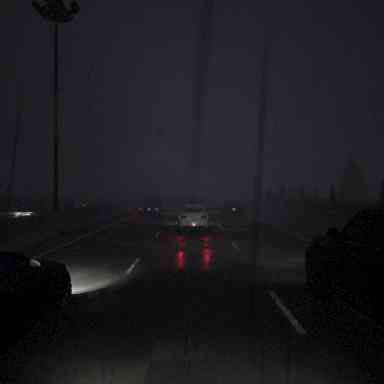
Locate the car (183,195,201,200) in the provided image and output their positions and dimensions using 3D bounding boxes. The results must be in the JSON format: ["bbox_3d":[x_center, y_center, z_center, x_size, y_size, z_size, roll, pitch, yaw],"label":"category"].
[{"bbox_3d":[0.322,1.361,37.984,2.033,1.411,5.357,0,0,4],"label":"car"}]

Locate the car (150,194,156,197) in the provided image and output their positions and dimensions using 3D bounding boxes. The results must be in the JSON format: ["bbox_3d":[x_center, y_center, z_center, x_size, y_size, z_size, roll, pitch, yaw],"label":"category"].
[{"bbox_3d":[-7.922,1.061,76.818,1.882,1.535,5.008,0,0,22],"label":"car"}]

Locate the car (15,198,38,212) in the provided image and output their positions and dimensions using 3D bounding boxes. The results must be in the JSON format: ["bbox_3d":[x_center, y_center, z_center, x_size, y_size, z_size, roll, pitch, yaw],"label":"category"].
[{"bbox_3d":[-17.360,1.394,36.306,1.994,1.385,4.181,0,0,3],"label":"car"}]

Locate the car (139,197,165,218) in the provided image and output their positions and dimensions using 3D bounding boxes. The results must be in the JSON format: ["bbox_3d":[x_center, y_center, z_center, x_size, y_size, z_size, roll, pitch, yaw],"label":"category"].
[{"bbox_3d":[-3.405,1.411,28.812,2.033,1.411,5.357,0,0,0],"label":"car"}]

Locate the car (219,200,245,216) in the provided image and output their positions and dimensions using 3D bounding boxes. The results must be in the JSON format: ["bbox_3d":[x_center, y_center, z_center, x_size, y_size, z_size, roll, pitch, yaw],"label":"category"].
[{"bbox_3d":[3.605,1.420,30.413,1.994,1.385,4.181,0,0,0],"label":"car"}]

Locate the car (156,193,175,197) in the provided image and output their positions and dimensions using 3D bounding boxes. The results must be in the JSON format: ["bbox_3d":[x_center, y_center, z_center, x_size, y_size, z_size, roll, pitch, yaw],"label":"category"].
[{"bbox_3d":[-5.347,0.994,73.994,2.128,1.511,4.902,0,0,22],"label":"car"}]

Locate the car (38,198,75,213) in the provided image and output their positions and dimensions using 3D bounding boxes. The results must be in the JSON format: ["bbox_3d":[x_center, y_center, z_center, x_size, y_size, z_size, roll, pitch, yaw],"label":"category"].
[{"bbox_3d":[-13.929,1.360,35.065,1.812,1.442,4.674,0,0,2],"label":"car"}]

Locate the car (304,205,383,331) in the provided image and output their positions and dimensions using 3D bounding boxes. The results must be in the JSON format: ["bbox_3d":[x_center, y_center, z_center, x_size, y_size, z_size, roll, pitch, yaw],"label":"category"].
[{"bbox_3d":[3.598,1.197,5.128,2.150,2.045,5.566,0,0,0],"label":"car"}]

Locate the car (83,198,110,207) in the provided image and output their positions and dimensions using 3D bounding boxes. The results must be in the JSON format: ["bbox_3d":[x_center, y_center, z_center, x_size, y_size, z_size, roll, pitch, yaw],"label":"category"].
[{"bbox_3d":[-10.383,1.353,36.510,1.812,1.442,4.674,0,0,2],"label":"car"}]

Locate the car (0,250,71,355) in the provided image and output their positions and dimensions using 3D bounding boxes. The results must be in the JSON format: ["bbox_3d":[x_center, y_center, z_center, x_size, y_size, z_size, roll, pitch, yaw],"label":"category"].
[{"bbox_3d":[-3.402,1.540,4.995,1.994,1.385,4.181,0,0,0],"label":"car"}]

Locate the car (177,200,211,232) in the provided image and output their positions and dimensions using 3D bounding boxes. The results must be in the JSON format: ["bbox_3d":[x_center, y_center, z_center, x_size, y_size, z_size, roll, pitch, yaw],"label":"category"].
[{"bbox_3d":[0.093,1.433,19.448,1.812,1.442,4.674,0,0,0],"label":"car"}]
